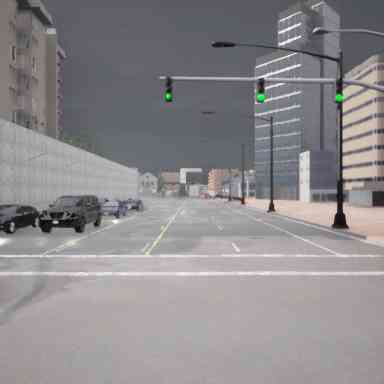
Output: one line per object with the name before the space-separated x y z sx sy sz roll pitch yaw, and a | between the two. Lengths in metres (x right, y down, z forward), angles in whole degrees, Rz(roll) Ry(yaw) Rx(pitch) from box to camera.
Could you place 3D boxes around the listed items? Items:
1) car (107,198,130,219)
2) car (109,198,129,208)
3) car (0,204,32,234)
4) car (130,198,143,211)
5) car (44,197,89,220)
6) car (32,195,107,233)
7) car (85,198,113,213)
car | -7.076 1.522 29.677 1.812 1.442 4.674 0 0 0
car | -10.522 1.596 48.354 1.895 1.301 4.718 0 0 1
car | -10.584 1.502 19.409 1.837 1.490 4.892 0 0 0
car | -7.062 1.487 40.020 2.128 1.511 4.902 0 0 0
car | -10.578 1.348 28.476 2.097 1.767 4.553 0 0 0
car | -7.080 1.219 20.037 2.150 2.045 5.566 0 0 0
car | -10.566 1.500 38.294 1.837 1.490 4.892 0 0 0
